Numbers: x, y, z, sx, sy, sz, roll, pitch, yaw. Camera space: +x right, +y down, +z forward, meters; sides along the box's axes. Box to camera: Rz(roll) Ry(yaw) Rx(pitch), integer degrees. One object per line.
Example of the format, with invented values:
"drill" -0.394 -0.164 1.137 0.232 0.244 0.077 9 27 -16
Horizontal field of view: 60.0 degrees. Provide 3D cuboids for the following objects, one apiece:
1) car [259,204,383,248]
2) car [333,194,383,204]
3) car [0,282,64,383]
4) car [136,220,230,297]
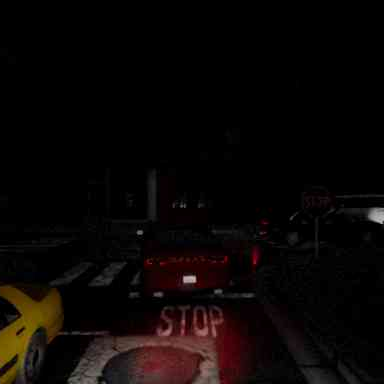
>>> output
"car" 5.235 1.393 13.588 4.892 1.490 1.837 -1 -1 0
"car" 7.802 1.142 16.551 5.566 2.045 2.150 0 -1 0
"car" -2.622 1.524 2.721 1.752 1.417 4.829 1 0 0
"car" -0.411 1.454 8.696 1.882 1.535 5.008 0 1 -9
